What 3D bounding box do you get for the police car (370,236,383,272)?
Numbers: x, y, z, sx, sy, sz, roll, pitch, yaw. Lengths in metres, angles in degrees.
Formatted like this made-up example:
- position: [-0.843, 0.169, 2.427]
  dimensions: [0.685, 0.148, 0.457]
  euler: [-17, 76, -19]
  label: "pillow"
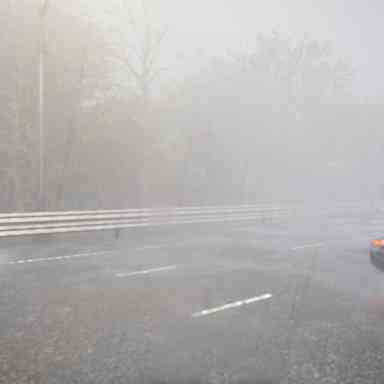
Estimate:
- position: [7.037, 1.485, 9.836]
  dimensions: [2.038, 1.542, 4.974]
  euler: [0, 0, 45]
  label: "police car"
